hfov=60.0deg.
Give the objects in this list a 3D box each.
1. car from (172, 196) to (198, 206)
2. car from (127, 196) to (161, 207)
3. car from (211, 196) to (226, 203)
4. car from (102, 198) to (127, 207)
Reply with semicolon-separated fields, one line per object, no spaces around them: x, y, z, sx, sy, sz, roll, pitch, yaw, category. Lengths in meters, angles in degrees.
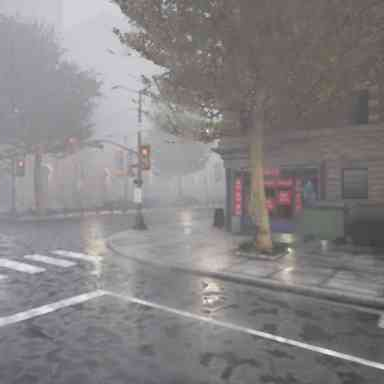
-1.048;1.405;50.069;1.837;1.490;4.892;0;0;36;car
-6.553;1.379;48.429;2.128;1.511;4.902;0;0;36;car
5.614;1.420;65.125;1.812;1.442;4.674;0;0;36;car
-10.604;1.472;48.203;1.895;1.301;4.718;0;0;36;car
